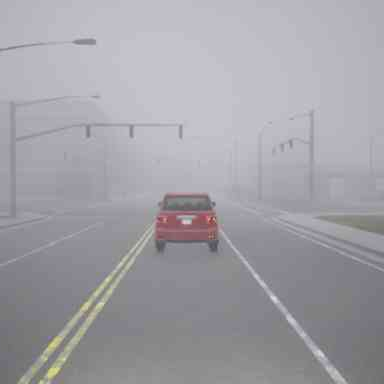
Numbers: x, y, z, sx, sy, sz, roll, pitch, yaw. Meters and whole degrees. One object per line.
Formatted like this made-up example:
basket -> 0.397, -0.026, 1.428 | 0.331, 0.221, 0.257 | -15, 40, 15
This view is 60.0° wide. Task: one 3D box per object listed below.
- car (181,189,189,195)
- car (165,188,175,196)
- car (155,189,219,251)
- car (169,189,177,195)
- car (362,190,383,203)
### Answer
car -> -1.844, -0.129, 89.218 | 2.128, 1.511, 4.902 | 0, 1, -1
car -> -5.126, 0.065, 78.783 | 2.097, 1.767, 4.553 | 0, 1, -1
car -> -0.193, 1.001, 13.145 | 2.150, 2.045, 5.566 | 0, 1, -1
car -> -5.456, 0.000, 94.561 | 1.994, 1.385, 4.181 | 0, 1, -1
car -> 25.853, 0.547, 45.699 | 4.553, 1.767, 2.097 | 0, 1, -9
